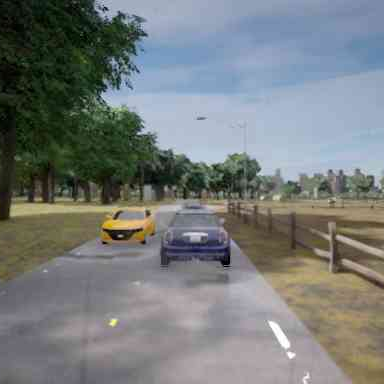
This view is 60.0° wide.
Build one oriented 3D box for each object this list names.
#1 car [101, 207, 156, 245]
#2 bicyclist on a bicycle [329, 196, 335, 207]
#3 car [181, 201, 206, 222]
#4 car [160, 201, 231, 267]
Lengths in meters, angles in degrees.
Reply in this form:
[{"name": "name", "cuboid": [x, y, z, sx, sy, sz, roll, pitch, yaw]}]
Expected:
[{"name": "car", "cuboid": [-2.827, 1.471, 15.660, 1.882, 1.535, 5.008, 0, 0, 0]}, {"name": "bicyclist on a bicycle", "cuboid": [19.987, 1.462, 47.614, 0.582, 1.620, 1.656, 0, 0, 0]}, {"name": "car", "cuboid": [0.136, 1.511, 27.064, 1.837, 1.490, 4.892, 0, 0, 0]}, {"name": "car", "cuboid": [0.110, 1.347, 11.596, 2.097, 1.767, 4.553, 0, 0, 0]}]
